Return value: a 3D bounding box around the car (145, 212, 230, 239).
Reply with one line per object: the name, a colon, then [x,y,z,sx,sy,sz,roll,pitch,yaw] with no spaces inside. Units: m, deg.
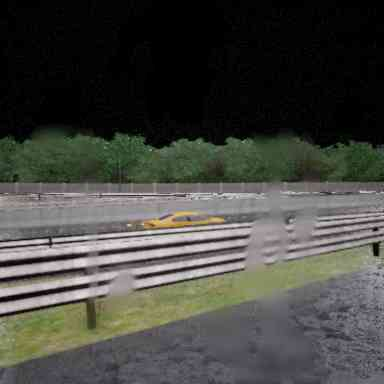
car: [-0.195,1.888,19.127,5.008,1.535,1.882,-2,1,-22]
